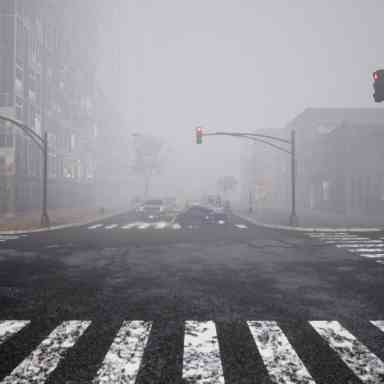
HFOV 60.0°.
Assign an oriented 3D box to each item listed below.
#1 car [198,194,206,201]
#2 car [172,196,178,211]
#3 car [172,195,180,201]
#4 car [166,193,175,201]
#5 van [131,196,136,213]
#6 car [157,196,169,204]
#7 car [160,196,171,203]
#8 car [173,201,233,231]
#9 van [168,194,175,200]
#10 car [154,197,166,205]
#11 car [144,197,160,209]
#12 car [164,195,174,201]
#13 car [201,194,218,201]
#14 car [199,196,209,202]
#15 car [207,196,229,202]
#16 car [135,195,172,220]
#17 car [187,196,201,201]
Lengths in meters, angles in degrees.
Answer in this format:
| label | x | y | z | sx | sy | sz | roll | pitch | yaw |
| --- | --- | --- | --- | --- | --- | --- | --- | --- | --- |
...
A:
| label | x | y | z | sx | sy | sz | roll | pitch | yaw |
| --- | --- | --- | --- | --- | --- | --- | --- | --- | --- |
| car | 2.729 | 1.446 | 87.743 | 1.967 | 1.590 | 4.097 | 1 | 0 | 0 |
| car | -3.090 | 1.552 | 37.622 | 2.033 | 1.411 | 5.357 | 0 | 0 | 0 |
| car | -3.082 | 1.531 | 47.642 | 1.812 | 1.442 | 4.674 | 0 | 0 | 0 |
| car | -5.648 | 1.321 | 87.707 | 2.192 | 1.841 | 5.009 | 1 | 0 | 0 |
| van | -5.663 | 1.346 | 36.641 | 1.690 | 1.788 | 3.998 | 1 | 0 | 0 |
| car | -5.659 | 1.572 | 65.011 | 1.947 | 1.339 | 4.313 | 1 | 0 | 0 |
| car | -5.658 | 1.572 | 70.685 | 1.947 | 1.339 | 4.313 | 1 | 0 | 0 |
| car | 0.695 | 1.529 | 20.722 | 1.812 | 1.442 | 4.674 | -1 | 0 | -25 |
| van | -5.647 | 1.347 | 93.381 | 1.690 | 1.788 | 3.998 | 1 | 0 | 0 |
| car | -5.661 | 1.587 | 59.337 | 1.802 | 1.307 | 4.206 | 1 | 0 | 0 |
| car | -5.663 | 1.530 | 47.819 | 1.752 | 1.417 | 4.829 | 1 | 0 | 0 |
| car | -5.654 | 1.557 | 82.033 | 2.008 | 1.369 | 4.403 | 1 | 0 | 0 |
| car | 2.719 | 1.320 | 42.351 | 2.192 | 1.841 | 5.009 | 1 | 0 | 0 |
| car | 2.724 | 1.572 | 76.396 | 1.947 | 1.339 | 4.313 | 1 | 0 | 0 |
| car | 2.713 | 1.444 | 31.003 | 1.967 | 1.590 | 4.097 | 1 | 0 | 0 |
| car | -3.125 | 1.356 | 28.149 | 2.097 | 1.767 | 4.553 | 0 | 0 | 1 |
| car | 0.113 | 1.606 | 46.014 | 1.895 | 1.301 | 4.718 | 0 | 0 | 0 |
